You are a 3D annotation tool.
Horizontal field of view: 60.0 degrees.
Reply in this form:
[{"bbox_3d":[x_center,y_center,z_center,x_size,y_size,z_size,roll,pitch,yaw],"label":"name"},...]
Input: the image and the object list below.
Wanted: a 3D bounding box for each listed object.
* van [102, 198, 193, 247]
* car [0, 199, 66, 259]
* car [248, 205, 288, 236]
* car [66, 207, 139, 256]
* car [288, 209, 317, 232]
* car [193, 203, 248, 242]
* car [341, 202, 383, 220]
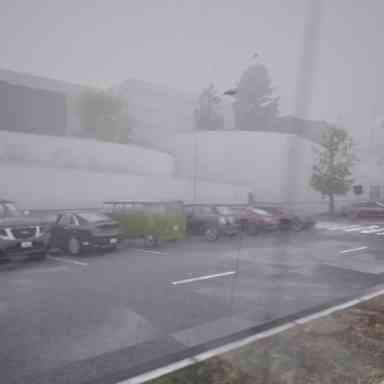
[{"bbox_3d":[-2.447,1.275,14.980,4.442,1.987,1.878,-1,-1,35],"label":"van"},{"bbox_3d":[-7.182,1.244,11.445,5.566,2.045,2.435,-1,-1,35],"label":"car"},{"bbox_3d":[2.514,1.543,18.370,4.674,1.452,2.002,-1,-1,35],"label":"car"},{"bbox_3d":[-4.773,1.498,13.179,4.892,1.521,2.231,-1,-1,35],"label":"car"},{"bbox_3d":[4.985,1.535,20.104,4.792,1.488,2.163,-1,-1,35],"label":"car"},{"bbox_3d":[0.106,1.375,16.627,4.553,1.767,2.185,-1,-1,34],"label":"car"},{"bbox_3d":[14.765,1.543,27.068,4.792,1.488,2.163,-1,-1,35],"label":"car"}]
